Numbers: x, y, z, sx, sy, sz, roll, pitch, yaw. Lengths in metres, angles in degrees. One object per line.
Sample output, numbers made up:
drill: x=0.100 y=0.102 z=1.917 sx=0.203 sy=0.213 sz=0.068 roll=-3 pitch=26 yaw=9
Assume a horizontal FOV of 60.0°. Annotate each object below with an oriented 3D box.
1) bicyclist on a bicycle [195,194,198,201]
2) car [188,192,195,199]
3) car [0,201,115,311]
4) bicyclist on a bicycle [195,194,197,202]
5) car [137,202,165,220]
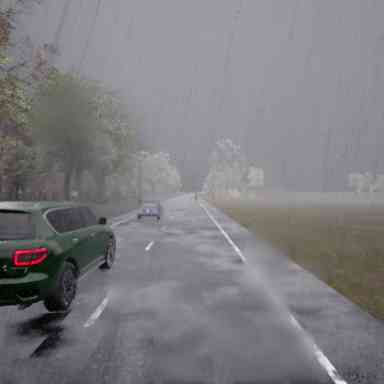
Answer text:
bicyclist on a bicycle: x=0.932 y=1.291 z=66.734 sx=0.659 sy=1.776 sz=1.843 roll=0 pitch=0 yaw=0
car: x=-0.043 y=1.236 z=93.903 sx=1.882 sy=1.535 sz=5.008 roll=0 pitch=0 yaw=0
car: x=-3.407 y=1.211 z=7.840 sx=2.150 sy=2.045 sz=5.566 roll=0 pitch=0 yaw=0
bicyclist on a bicycle: x=0.929 y=1.363 z=75.748 sx=0.582 sy=1.620 sz=1.656 roll=0 pitch=0 yaw=0
car: x=-3.413 y=1.513 z=28.057 sx=2.033 sy=1.411 sz=5.357 roll=0 pitch=0 yaw=0
